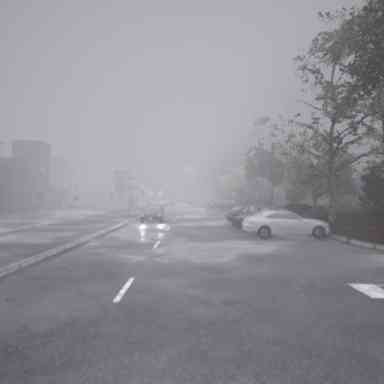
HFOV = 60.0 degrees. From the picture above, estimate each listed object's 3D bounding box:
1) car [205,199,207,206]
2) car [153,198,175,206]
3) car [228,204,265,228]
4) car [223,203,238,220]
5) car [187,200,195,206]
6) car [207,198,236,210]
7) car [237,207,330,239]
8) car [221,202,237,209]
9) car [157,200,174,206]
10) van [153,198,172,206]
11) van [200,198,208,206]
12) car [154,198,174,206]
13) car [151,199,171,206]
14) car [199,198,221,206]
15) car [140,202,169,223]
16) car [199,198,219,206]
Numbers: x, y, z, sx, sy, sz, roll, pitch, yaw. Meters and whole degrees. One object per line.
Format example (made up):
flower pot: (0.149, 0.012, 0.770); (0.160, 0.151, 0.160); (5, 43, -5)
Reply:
car: (5.038, 2.166, 55.440); (4.674, 1.452, 2.002); (0, -1, 0)
car: (-7.474, 2.679, 88.919); (5.566, 2.045, 2.435); (0, -2, -1)
car: (5.089, 1.729, 21.388); (5.008, 1.535, 2.097); (0, -1, 0)
car: (5.077, 1.768, 24.661); (4.892, 1.521, 2.231); (0, -1, 0)
car: (-0.260, 2.727, 82.051); (1.895, 1.301, 4.718); (0, -2, -1)
car: (5.112, 1.962, 52.273); (4.553, 1.767, 2.185); (0, -1, 0)
car: (5.081, 1.733, 18.239); (4.674, 1.452, 2.002); (0, -1, 0)
car: (5.080, 1.845, 27.936); (4.674, 1.452, 2.002); (0, -1, 0)
car: (-7.552, 3.053, 94.862); (4.553, 1.767, 2.185); (0, -2, -1)
van: (-7.325, 2.481, 82.731); (4.442, 1.987, 1.878); (0, -2, -1)
van: (4.768, 2.285, 76.237); (4.442, 1.987, 1.878); (0, -2, -1)
car: (-7.573, 2.520, 76.769); (5.366, 1.575, 1.946); (0, -2, -1)
car: (-7.383, 2.482, 79.691); (4.553, 1.767, 2.185); (0, -2, -1)
car: (4.758, 2.622, 87.406); (5.566, 2.045, 2.435); (0, -2, -1)
car: (-3.271, 1.860, 28.702); (1.812, 1.442, 4.674); (0, -1, 0)
car: (4.685, 2.845, 92.864); (5.566, 2.045, 2.435); (0, -2, -1)
